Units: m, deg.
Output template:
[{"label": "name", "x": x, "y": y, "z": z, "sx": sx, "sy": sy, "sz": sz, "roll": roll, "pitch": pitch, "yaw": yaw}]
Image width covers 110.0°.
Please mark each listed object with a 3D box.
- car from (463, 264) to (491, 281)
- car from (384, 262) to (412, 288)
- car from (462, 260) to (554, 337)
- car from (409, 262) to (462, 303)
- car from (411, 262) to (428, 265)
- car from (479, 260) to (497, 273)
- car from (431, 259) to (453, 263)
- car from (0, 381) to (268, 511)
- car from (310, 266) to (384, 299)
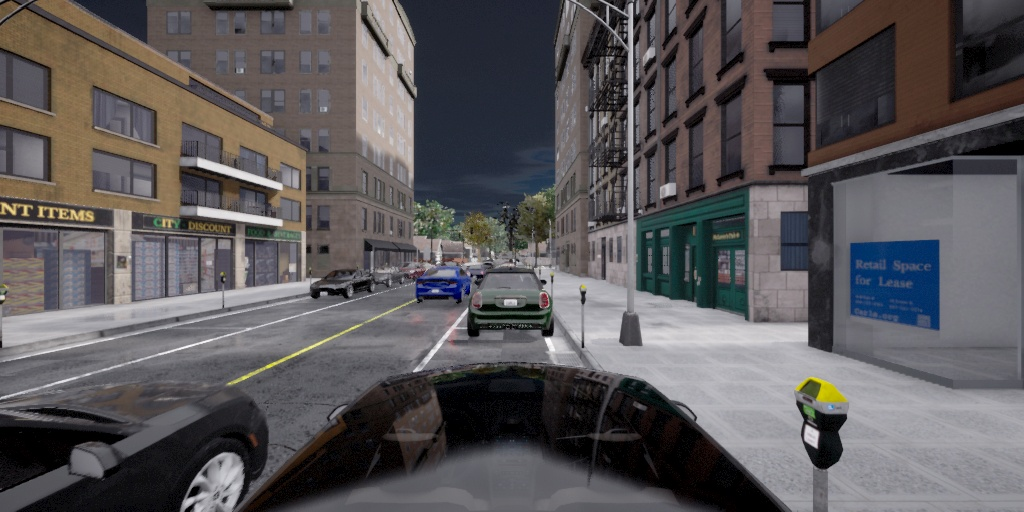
[{"label": "car", "x": -2.930, "y": 1.357, "z": 30.663, "sx": 1.895, "sy": 1.301, "sz": 4.718, "roll": 0, "pitch": 0, "yaw": 0}, {"label": "car", "x": -8.408, "y": 1.303, "z": 23.719, "sx": 2.007, "sy": 1.370, "sz": 4.403, "roll": 0, "pitch": 0, "yaw": 0}, {"label": "car", "x": -0.033, "y": 1.103, "z": 10.470, "sx": 2.097, "sy": 1.767, "sz": 4.553, "roll": 0, "pitch": 0, "yaw": 0}, {"label": "car", "x": -3.027, "y": 1.228, "z": 16.623, "sx": 1.882, "sy": 1.535, "sz": 5.008, "roll": 0, "pitch": 0, "yaw": 0}, {"label": "car", "x": -8.408, "y": 1.195, "z": 29.238, "sx": 1.967, "sy": 1.591, "sz": 4.097, "roll": 0, "pitch": 0, "yaw": 0}, {"label": "car", "x": -2.934, "y": 1.272, "z": 44.838, "sx": 1.837, "sy": 1.490, "sz": 4.892, "roll": 0, "pitch": 0, "yaw": 0}, {"label": "car", "x": -5.864, "y": 1.263, "z": 33.413, "sx": 1.837, "sy": 1.490, "sz": 4.892, "roll": 0, "pitch": 0, "yaw": 0}, {"label": "car", "x": -2.932, "y": 1.256, "z": 0.972, "sx": 1.837, "sy": 1.490, "sz": 4.892, "roll": 0, "pitch": 0, "yaw": 0}, {"label": "car", "x": -8.408, "y": 1.316, "z": 18.201, "sx": 1.948, "sy": 1.339, "sz": 4.313, "roll": 0, "pitch": 0, "yaw": 0}]
